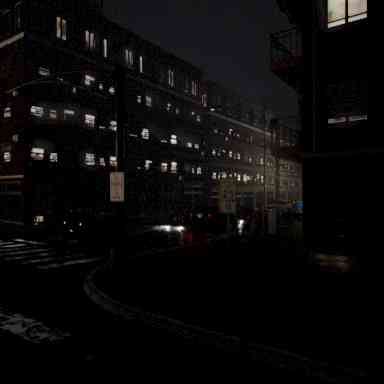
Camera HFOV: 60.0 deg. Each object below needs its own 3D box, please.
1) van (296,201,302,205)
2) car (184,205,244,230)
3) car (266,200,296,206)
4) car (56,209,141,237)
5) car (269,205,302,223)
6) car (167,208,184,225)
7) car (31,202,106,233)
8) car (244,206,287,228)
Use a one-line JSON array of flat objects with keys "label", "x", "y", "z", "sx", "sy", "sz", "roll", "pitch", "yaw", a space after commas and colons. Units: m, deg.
[{"label": "van", "x": 18.357, "y": 2.463, "z": 58.868, "sx": 1.690, "sy": 1.788, "sz": 3.998, "roll": -1, "pitch": -2, "yaw": 35}, {"label": "car", "x": 1.753, "y": 1.768, "z": 24.982, "sx": 2.097, "sy": 1.767, "sz": 4.553, "roll": 0, "pitch": -1, "yaw": 35}, {"label": "car", "x": 11.696, "y": 2.050, "z": 44.712, "sx": 2.150, "sy": 2.045, "sz": 5.566, "roll": 0, "pitch": -1, "yaw": 35}, {"label": "car", "x": -5.435, "y": 1.884, "z": 20.320, "sx": 1.895, "sy": 1.301, "sz": 4.718, "roll": 0, "pitch": -1, "yaw": 36}, {"label": "car", "x": 8.951, "y": 2.121, "z": 30.839, "sx": 2.008, "sy": 1.369, "sz": 4.403, "roll": -2, "pitch": -2, "yaw": 35}, {"label": "car", "x": -0.195, "y": 2.013, "z": 27.793, "sx": 1.994, "sy": 1.385, "sz": 4.181, "roll": 0, "pitch": -1, "yaw": 34}, {"label": "car", "x": -7.697, "y": 1.604, "z": 21.603, "sx": 2.192, "sy": 1.841, "sz": 5.009, "roll": -1, "pitch": -2, "yaw": 35}, {"label": "car", "x": 5.694, "y": 2.048, "z": 26.179, "sx": 1.802, "sy": 1.307, "sz": 4.206, "roll": -2, "pitch": -2, "yaw": 35}]
